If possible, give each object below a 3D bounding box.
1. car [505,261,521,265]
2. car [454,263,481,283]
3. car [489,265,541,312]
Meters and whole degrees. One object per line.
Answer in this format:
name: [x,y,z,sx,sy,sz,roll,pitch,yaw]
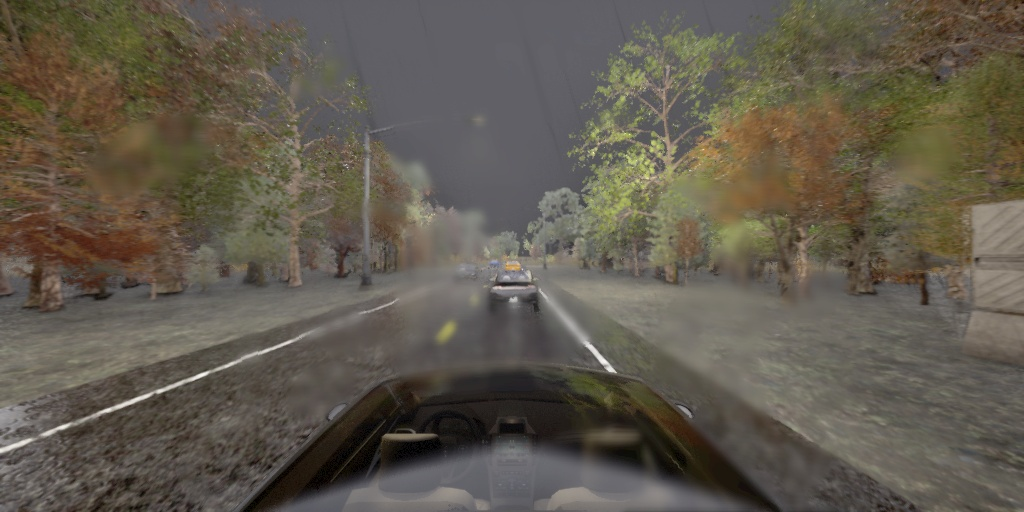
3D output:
car: [0.103,1.426,46.533,1.882,1.535,5.008,0,0,0]
car: [-3.591,1.382,29.618,1.837,1.490,4.892,0,0,0]
car: [0.101,1.302,14.450,2.128,1.511,4.902,0,0,0]
